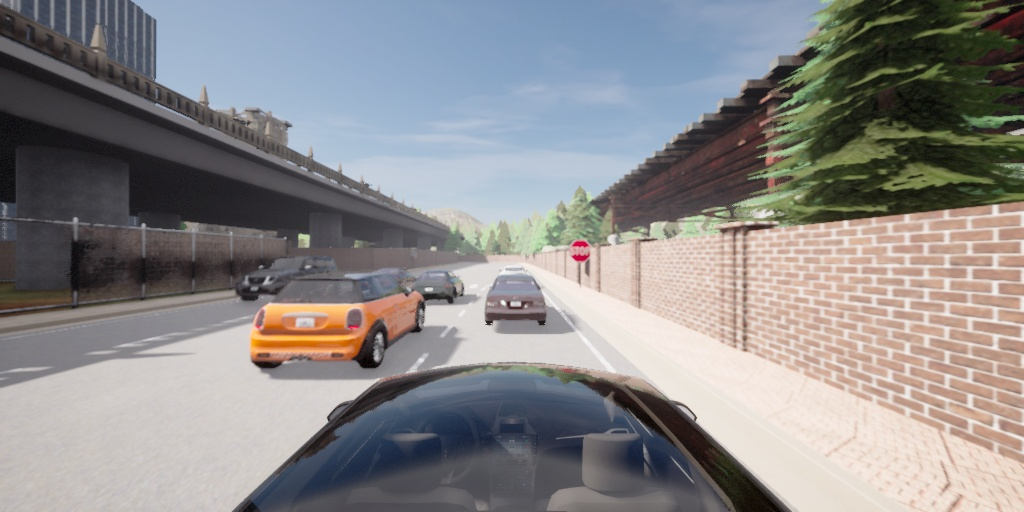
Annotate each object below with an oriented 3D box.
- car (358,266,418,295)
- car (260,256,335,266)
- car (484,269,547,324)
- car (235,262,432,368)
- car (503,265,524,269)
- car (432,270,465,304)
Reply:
[{"bbox_3d":[-7.027,1.351,20.787,1.994,1.385,4.181,0,0,0],"label":"car"},{"bbox_3d":[-10.556,1.004,17.488,2.150,2.045,5.566,0,0,0],"label":"car"},{"bbox_3d":[0.099,1.317,11.973,2.033,1.411,5.357,0,0,0],"label":"car"},{"bbox_3d":[-3.403,1.114,8.020,2.097,1.767,4.553,0,0,0],"label":"car"},{"bbox_3d":[0.115,1.318,23.778,1.812,1.442,4.674,0,0,0],"label":"car"},{"bbox_3d":[-3.404,1.342,16.716,1.994,1.385,4.181,0,0,0],"label":"car"}]
